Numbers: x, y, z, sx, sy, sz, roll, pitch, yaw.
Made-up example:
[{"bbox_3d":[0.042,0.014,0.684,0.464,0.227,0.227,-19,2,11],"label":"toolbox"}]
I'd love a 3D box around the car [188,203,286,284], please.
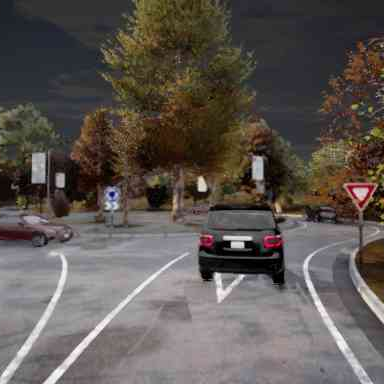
[{"bbox_3d":[1.661,1.344,10.210,2.150,2.045,5.566,-1,-1,13],"label":"car"}]

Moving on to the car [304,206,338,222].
[{"bbox_3d":[12.620,2.111,32.799,2.128,1.511,4.902,0,-1,0],"label":"car"}]

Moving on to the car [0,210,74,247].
[{"bbox_3d":[-8.045,1.775,16.118,4.674,1.442,1.812,0,-1,17],"label":"car"}]

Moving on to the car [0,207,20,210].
[{"bbox_3d":[-20.089,2.271,35.707,1.895,1.301,4.718,0,-1,14],"label":"car"}]

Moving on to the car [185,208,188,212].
[{"bbox_3d":[1.650,2.457,47.717,5.357,1.411,2.033,0,-1,23],"label":"car"}]
